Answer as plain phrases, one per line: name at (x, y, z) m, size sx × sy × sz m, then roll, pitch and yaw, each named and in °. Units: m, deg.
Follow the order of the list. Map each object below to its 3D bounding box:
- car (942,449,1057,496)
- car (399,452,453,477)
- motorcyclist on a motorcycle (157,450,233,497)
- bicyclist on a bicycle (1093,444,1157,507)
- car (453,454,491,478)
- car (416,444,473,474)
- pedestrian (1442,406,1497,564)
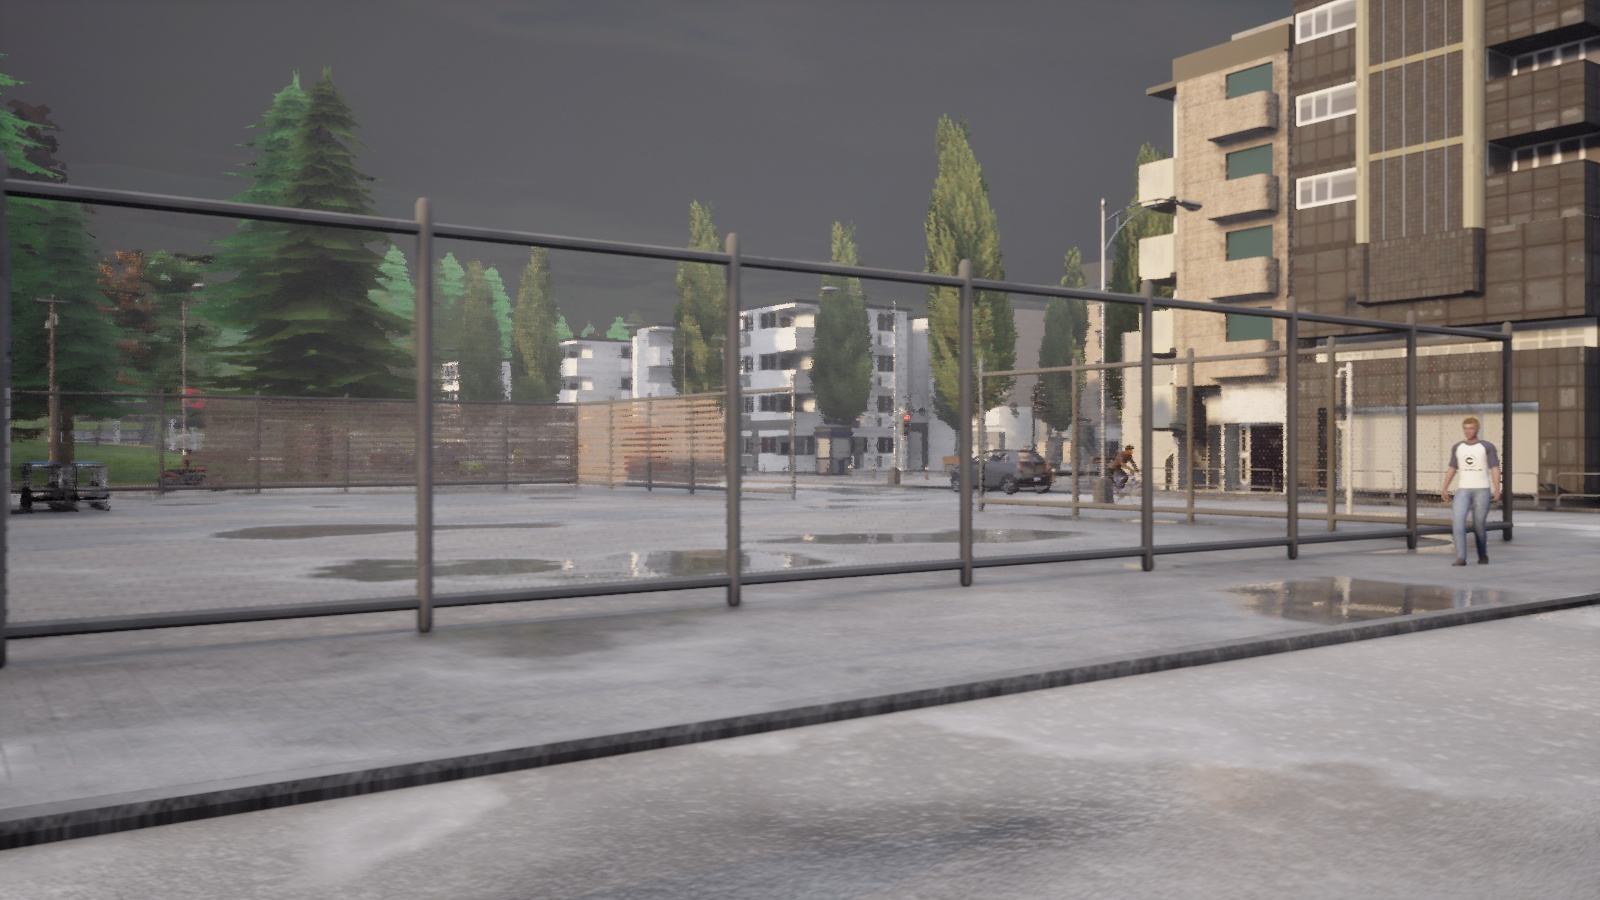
car at (6.696, 0.716, 42.435) m, size 1.845 × 1.501 × 3.633 m, roll 0°, pitch 0°, yaw -35°
car at (-23.566, 0.878, 79.076) m, size 1.837 × 1.490 × 4.892 m, roll 0°, pitch 0°, yaw -35°
motorcyclist on a motorcycle at (-21.435, 0.816, 44.508) m, size 2.350 × 1.649 × 0.766 m, roll 0°, pitch 0°, yaw -35°
bicyclist on a bicycle at (8.487, 0.646, 32.839) m, size 0.582 × 1.620 × 1.656 m, roll 0°, pitch 0°, yaw -35°
car at (-18.914, 0.903, 72.381) m, size 1.481 × 1.376 × 2.207 m, roll 0°, pitch 0°, yaw -34°
car at (-25.036, 0.600, 88.235) m, size 2.150 × 2.045 × 5.566 m, roll 0°, pitch 0°, yaw -35°
pedestrian at (7.964, 0.408, 14.934) m, size 0.706 × 1.836 × 0.354 m, roll 0°, pitch 0°, yaw -43°
